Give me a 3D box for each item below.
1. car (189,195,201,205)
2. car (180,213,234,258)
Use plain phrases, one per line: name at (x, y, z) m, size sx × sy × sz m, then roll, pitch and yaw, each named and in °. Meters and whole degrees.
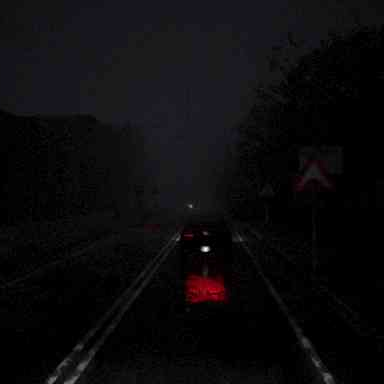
car at (0.668, 1.622, 66.468) m, size 2.150 × 2.045 × 5.566 m, roll 0°, pitch -1°, yaw 4°
car at (0.605, 1.589, 13.213) m, size 1.837 × 1.490 × 4.892 m, roll 0°, pitch 0°, yaw 4°
